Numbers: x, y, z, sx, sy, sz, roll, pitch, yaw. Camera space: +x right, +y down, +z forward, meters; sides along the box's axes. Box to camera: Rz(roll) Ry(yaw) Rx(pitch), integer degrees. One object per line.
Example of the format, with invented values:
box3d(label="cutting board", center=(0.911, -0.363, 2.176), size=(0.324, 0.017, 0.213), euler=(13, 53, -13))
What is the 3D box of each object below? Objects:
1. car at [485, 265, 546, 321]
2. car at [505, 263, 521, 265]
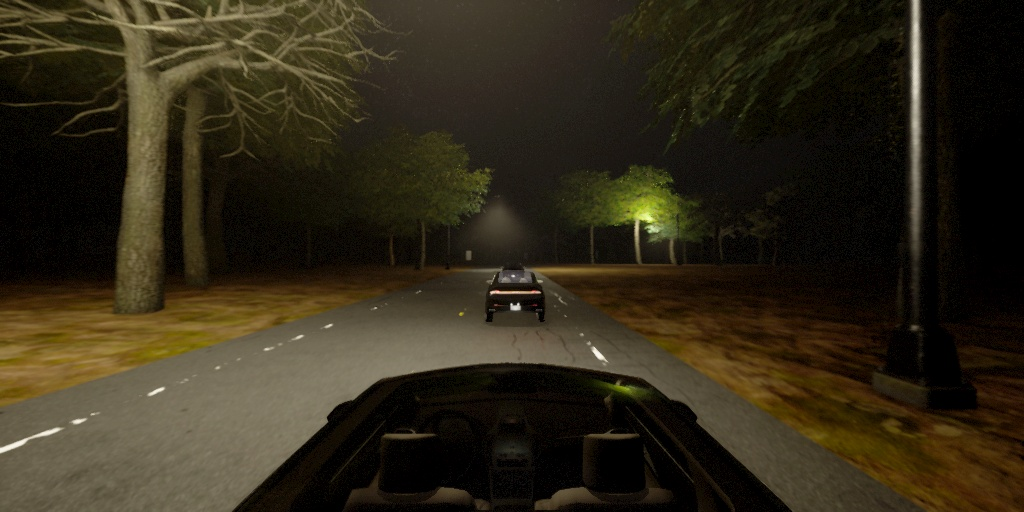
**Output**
box3d(label="car", center=(0.103, 1.252, 12.522), size=(2.128, 1.511, 4.902), euler=(0, 0, 0))
box3d(label="car", center=(0.109, 1.293, 30.027), size=(1.837, 1.490, 4.892), euler=(0, 0, 0))
